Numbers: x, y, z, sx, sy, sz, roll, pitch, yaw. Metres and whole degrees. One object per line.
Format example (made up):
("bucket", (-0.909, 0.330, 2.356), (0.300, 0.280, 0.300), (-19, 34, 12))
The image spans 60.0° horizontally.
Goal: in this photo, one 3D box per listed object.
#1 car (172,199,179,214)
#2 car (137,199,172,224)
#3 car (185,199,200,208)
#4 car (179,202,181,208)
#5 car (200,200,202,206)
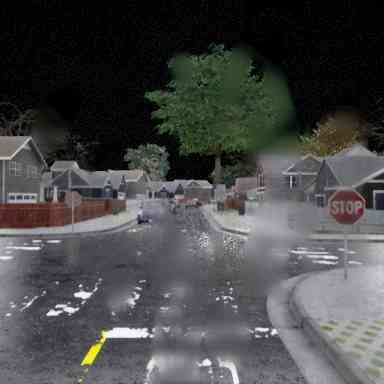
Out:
("car", (-2.944, 1.626, 39.079), (2.097, 1.767, 4.553), (0, -1, 0))
("car", (-2.913, 1.484, 25.745), (2.097, 1.767, 4.553), (0, -1, 0))
("car", (-0.138, 2.016, 56.609), (2.033, 1.411, 5.357), (0, -1, 1))
("car", (-2.912, 1.938, 53.311), (1.837, 1.490, 4.892), (0, -1, 1))
("car", (0.738, 2.090, 67.207), (1.882, 1.535, 5.008), (0, -1, 12))
